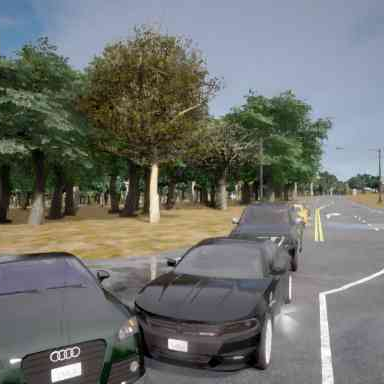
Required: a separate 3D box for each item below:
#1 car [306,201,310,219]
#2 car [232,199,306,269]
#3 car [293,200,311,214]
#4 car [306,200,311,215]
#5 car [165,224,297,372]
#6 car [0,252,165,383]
[{"bbox_3d":[7.249,1.663,24.035,1.882,1.535,5.008,-1,0,21],"label":"car"},{"bbox_3d":[2.867,1.459,12.380,2.150,2.045,5.566,-2,0,21],"label":"car"},{"bbox_3d":[13.340,1.746,40.121,1.812,1.442,4.674,-1,0,21],"label":"car"},{"bbox_3d":[9.311,1.723,29.538,1.812,1.442,4.674,-1,0,21],"label":"car"},{"bbox_3d":[0.743,1.613,6.240,1.882,1.535,5.008,-1,-2,21],"label":"car"},{"bbox_3d":[-2.303,1.643,4.944,1.994,1.385,4.181,1,-2,-33],"label":"car"}]
